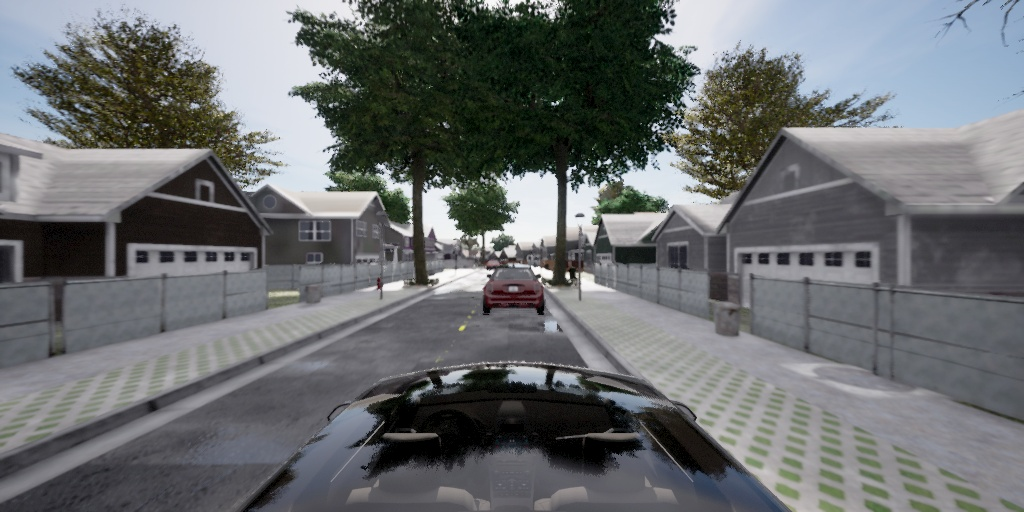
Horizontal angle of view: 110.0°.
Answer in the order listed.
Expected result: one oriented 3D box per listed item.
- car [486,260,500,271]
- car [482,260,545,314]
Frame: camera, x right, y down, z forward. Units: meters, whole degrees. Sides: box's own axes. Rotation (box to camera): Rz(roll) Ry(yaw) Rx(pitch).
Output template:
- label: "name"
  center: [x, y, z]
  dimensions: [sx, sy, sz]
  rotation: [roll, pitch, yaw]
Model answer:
- label: "car"
  center: [-2.823, 1.402, 53.724]
  dimensions: [1.882, 1.535, 5.008]
  rotation: [0, -1, 0]
- label: "car"
  center: [0.065, 1.096, 13.828]
  dimensions: [2.097, 1.767, 4.553]
  rotation: [0, 0, 0]
